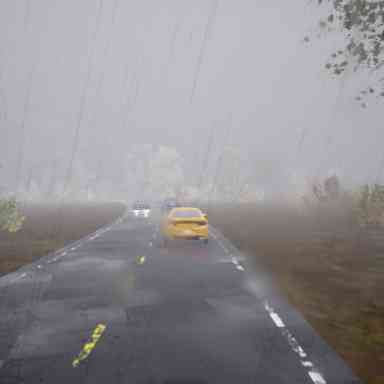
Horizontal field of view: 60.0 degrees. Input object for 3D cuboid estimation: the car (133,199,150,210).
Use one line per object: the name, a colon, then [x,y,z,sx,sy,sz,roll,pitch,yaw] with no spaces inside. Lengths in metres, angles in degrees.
car: [-6.607,1.602,43.442,1.994,1.385,4.181,0,0,-9]

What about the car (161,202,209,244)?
car: [-0.320,1.476,15.993,1.882,1.535,5.008,0,0,-3]

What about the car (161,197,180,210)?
car: [-2.318,1.368,36.560,2.097,1.767,4.553,0,0,-8]
